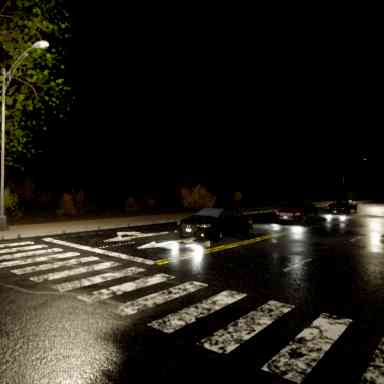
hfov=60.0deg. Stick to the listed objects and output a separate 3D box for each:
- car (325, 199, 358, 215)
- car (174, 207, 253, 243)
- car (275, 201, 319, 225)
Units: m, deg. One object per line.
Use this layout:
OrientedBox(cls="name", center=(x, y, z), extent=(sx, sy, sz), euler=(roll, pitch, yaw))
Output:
OrientedBox(cls="car", center=(14.641, 1.410, 32.259), extent=(2.033, 1.411, 5.357), euler=(2, 1, 39))
OrientedBox(cls="car", center=(1.104, 1.404, 15.358), extent=(1.994, 1.385, 4.181), euler=(2, 1, 39))
OrientedBox(cls="car", center=(7.487, 1.377, 23.331), extent=(1.812, 1.442, 4.674), euler=(2, 1, 38))
